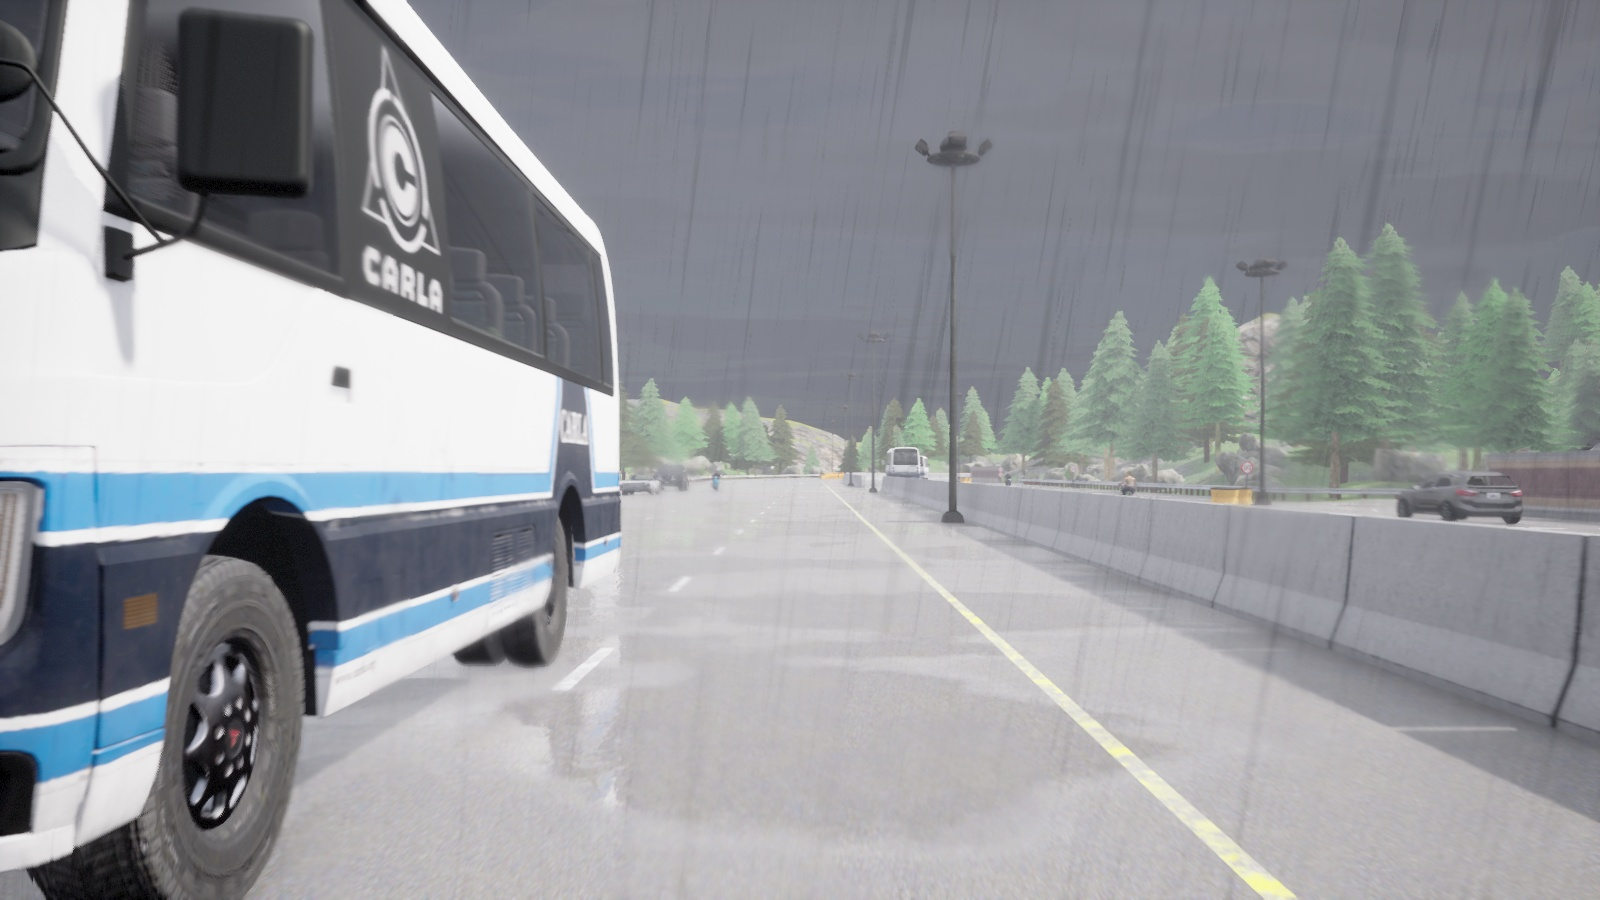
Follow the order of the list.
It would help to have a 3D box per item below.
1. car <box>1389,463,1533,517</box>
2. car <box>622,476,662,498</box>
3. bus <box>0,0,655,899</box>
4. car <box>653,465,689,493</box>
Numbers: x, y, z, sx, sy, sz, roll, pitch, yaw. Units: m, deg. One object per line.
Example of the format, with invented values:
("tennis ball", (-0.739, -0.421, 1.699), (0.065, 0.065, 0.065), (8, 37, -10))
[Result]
("car", (21.338, 1.260, 40.771), (2.242, 1.667, 4.611), (0, -1, 0))
("car", (-9.840, 2.265, 78.392), (1.895, 1.301, 4.718), (0, -1, 0))
("bus", (-3.457, -0.426, 7.361), (3.944, 4.253, 10.273), (0, -1, 0))
("car", (-9.701, 2.158, 94.789), (2.150, 2.045, 5.566), (0, -1, 0))
